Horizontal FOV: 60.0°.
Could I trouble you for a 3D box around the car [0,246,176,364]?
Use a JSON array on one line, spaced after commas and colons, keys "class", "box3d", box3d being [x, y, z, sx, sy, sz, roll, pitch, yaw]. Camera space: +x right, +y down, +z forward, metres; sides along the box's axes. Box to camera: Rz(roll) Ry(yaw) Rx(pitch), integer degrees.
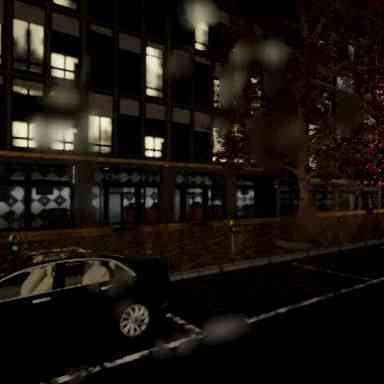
[{"class": "car", "box3d": [-2.329, 1.552, 4.898, 4.403, 1.369, 2.008, 0, 0, -36]}]
